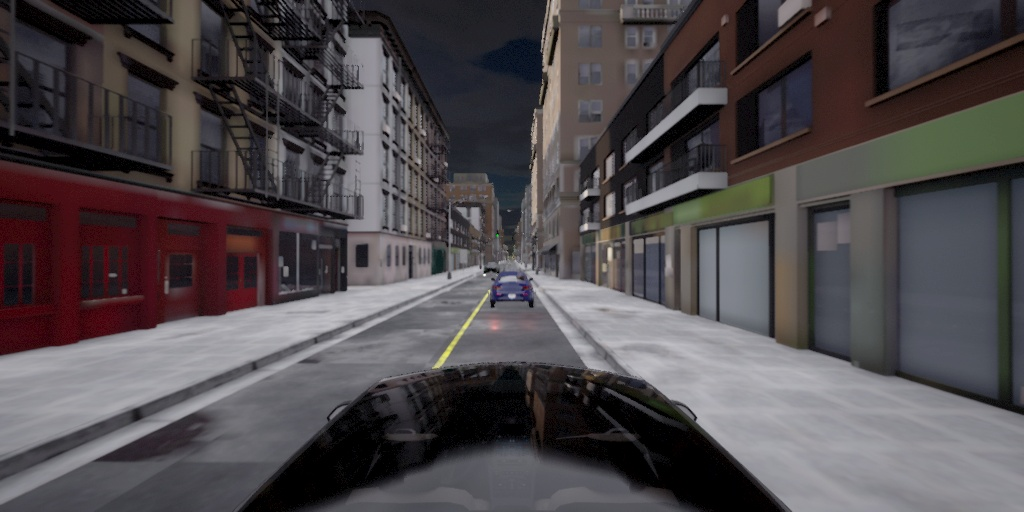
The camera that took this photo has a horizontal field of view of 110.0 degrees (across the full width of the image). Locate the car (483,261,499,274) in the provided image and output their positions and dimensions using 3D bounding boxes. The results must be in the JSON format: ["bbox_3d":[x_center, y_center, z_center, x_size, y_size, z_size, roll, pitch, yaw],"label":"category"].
[{"bbox_3d":[-2.754,1.540,49.514,2.097,1.767,4.553,0,0,0],"label":"car"}]

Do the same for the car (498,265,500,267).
[{"bbox_3d":[0.001,1.622,30.955,1.895,1.301,4.718,0,0,0],"label":"car"}]

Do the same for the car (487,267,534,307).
[{"bbox_3d":[0.006,1.410,16.223,1.812,1.442,4.674,0,0,0],"label":"car"}]
